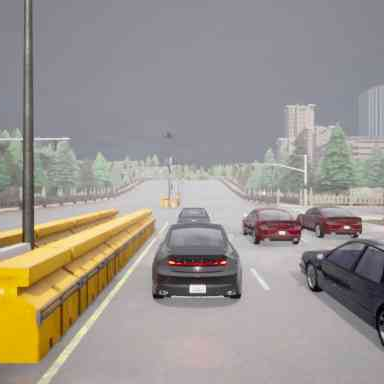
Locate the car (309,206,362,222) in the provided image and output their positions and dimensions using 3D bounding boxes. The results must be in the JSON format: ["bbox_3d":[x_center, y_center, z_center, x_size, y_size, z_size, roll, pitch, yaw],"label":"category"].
[{"bbox_3d":[7.087,1.477,17.697,1.882,1.535,5.008,0,0,0],"label":"car"}]

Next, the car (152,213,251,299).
[{"bbox_3d":[0.097,1.505,8.439,1.837,1.490,4.892,0,0,0],"label":"car"}]

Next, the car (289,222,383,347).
[{"bbox_3d":[3.591,1.547,5.883,2.033,1.411,5.357,0,0,0],"label":"car"}]

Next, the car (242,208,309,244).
[{"bbox_3d":[3.589,1.477,15.709,1.882,1.535,5.008,0,0,0],"label":"car"}]

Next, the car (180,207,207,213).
[{"bbox_3d":[0.087,1.547,18.170,2.033,1.411,5.357,0,0,0],"label":"car"}]
